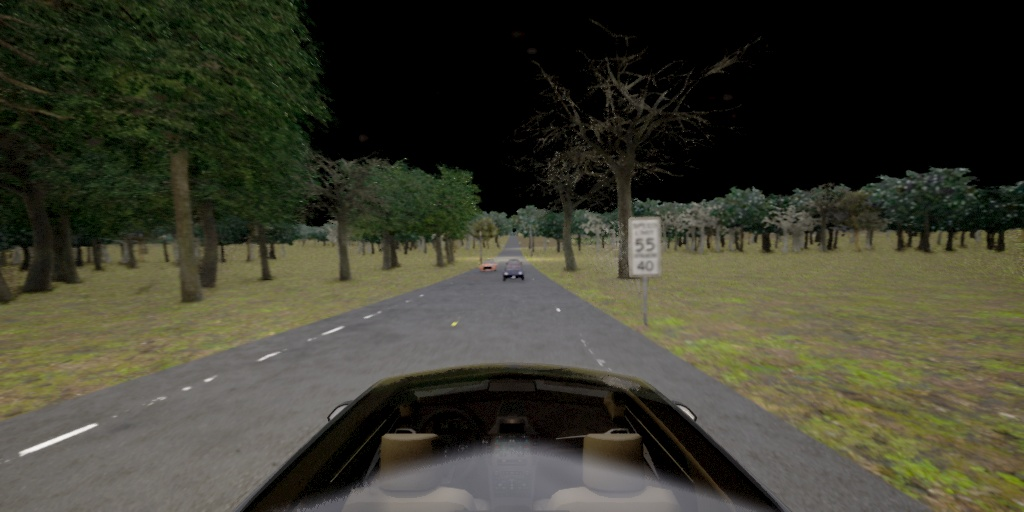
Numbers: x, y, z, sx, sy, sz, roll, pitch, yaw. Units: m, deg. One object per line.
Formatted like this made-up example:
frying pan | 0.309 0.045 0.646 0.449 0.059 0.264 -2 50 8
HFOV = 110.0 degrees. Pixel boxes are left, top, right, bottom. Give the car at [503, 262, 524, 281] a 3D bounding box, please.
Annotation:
car | 0.137 1.506 32.507 1.895 1.301 4.718 -2 0 1

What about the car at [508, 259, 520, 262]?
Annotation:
car | 0.273 1.201 45.662 2.097 1.767 4.553 -2 0 1

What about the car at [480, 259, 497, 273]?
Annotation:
car | -3.232 1.287 49.660 2.097 1.767 4.553 -2 1 1
